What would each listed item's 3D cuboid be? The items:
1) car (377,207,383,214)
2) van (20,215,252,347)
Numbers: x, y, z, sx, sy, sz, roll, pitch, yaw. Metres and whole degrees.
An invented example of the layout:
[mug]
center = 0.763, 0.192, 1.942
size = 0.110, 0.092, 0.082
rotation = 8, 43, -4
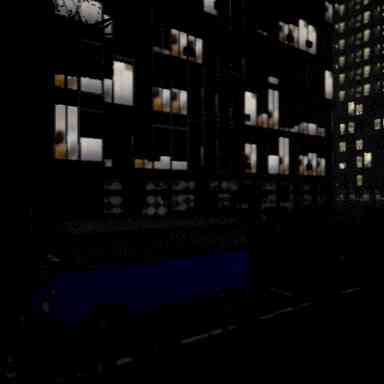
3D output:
[car]
center = 24.059, 2.044, 37.663
size = 2.033, 1.411, 5.357
rotation = 0, -1, -37
[van]
center = -0.747, 1.357, 6.039
size = 3.998, 1.788, 1.690
rotation = 0, -1, -35
